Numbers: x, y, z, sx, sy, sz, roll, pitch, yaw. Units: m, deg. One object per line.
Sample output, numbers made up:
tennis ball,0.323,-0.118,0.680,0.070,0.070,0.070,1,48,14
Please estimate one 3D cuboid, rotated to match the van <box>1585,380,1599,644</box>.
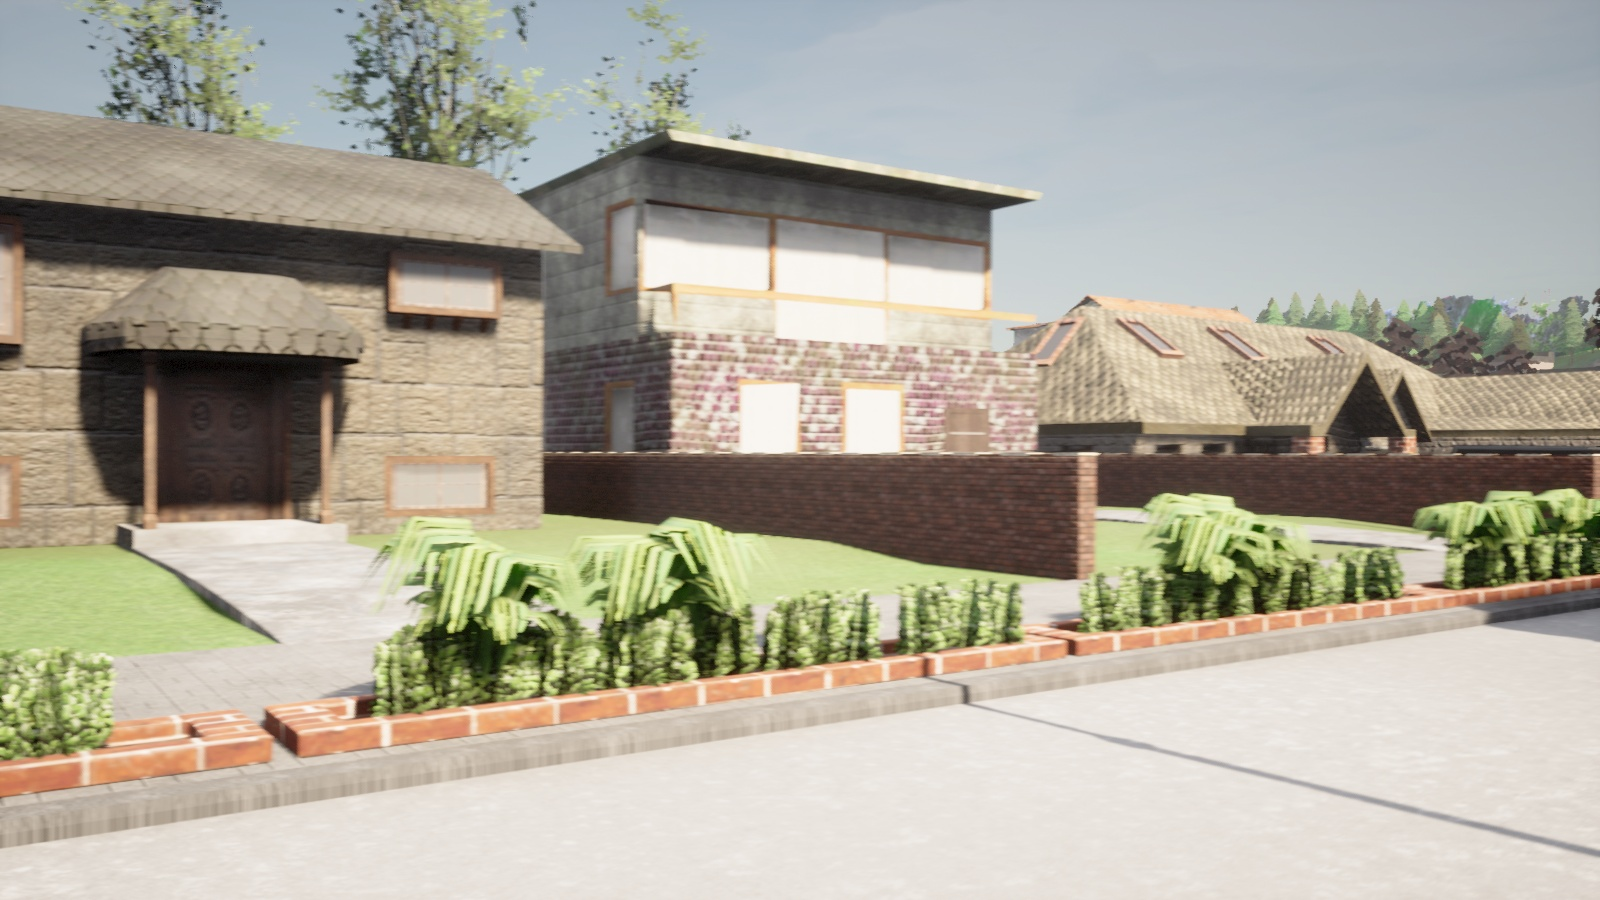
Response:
van,8.560,0.476,10.227,4.480,2.038,2.069,0,0,-35
